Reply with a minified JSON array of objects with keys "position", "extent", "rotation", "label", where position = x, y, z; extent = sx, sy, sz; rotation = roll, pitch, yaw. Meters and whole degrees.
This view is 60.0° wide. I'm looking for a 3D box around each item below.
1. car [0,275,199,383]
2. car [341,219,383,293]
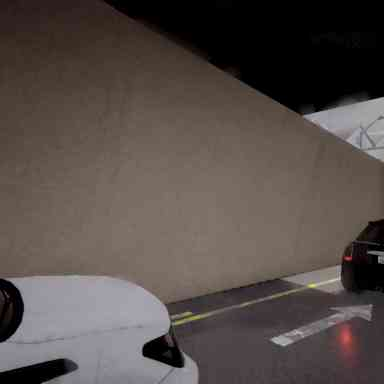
[{"position":[-2.606,1.221,1.930],"extent":[5.566,2.045,2.150],"rotation":[0,0,-35],"label":"car"},{"position":[5.489,1.352,7.679],"extent":[4.553,1.767,2.097],"rotation":[0,0,-36],"label":"car"}]
